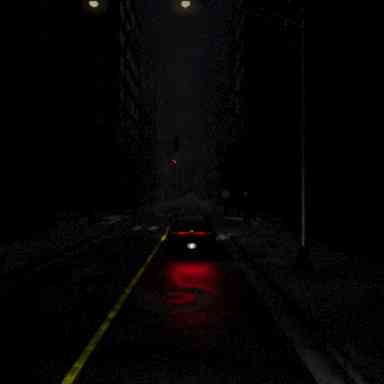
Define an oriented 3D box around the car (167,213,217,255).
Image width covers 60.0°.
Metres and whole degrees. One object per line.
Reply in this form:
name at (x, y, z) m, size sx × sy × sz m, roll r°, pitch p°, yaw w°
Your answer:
car at (-0.002, 1.643, 13.953) m, size 1.837 × 1.490 × 4.892 m, roll 0°, pitch -1°, yaw 0°
